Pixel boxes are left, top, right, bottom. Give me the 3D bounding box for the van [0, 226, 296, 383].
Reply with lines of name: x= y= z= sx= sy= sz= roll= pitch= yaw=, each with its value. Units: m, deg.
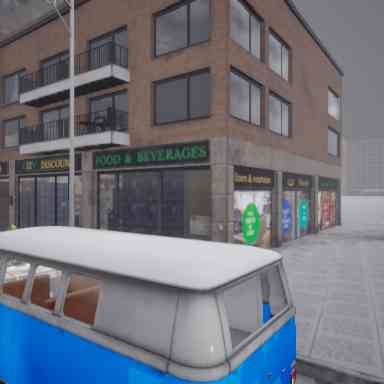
van: x=-0.943 y=1.341 z=3.533 sx=3.998 sy=1.788 sz=1.690 roll=0 pitch=0 yaw=36
